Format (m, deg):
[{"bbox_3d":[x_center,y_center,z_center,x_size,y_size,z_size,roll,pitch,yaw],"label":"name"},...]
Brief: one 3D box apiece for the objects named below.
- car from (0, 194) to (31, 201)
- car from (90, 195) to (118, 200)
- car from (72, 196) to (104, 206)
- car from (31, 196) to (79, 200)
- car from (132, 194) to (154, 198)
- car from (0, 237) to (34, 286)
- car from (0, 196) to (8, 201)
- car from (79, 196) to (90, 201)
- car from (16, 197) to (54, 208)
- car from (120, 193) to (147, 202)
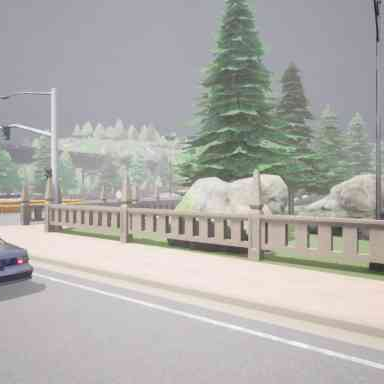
[{"bbox_3d":[-24.176,1.221,42.748,2.150,2.045,5.566,0,0,36],"label":"car"},{"bbox_3d":[-13.022,1.334,52.270,2.097,1.767,4.553,0,1,36],"label":"car"},{"bbox_3d":[-17.913,1.456,57.463,2.128,1.511,4.902,0,1,36],"label":"car"},{"bbox_3d":[-18.370,1.478,44.823,1.882,1.535,5.008,0,0,36],"label":"car"},{"bbox_3d":[-8.645,1.290,58.370,2.128,1.511,4.902,0,2,36],"label":"car"},{"bbox_3d":[-6.105,1.547,8.317,5.357,1.411,2.033,0,0,36],"label":"car"},{"bbox_3d":[-23.925,1.491,37.113,2.128,1.511,4.902,0,0,36],"label":"car"},{"bbox_3d":[-18.508,1.352,50.624,2.097,1.767,4.553,0,0,35],"label":"car"},{"bbox_3d":[-23.398,1.505,49.816,1.837,1.490,4.892,0,0,36],"label":"car"},{"bbox_3d":[-11.640,1.126,66.160,2.033,1.411,5.357,0,3,36],"label":"car"}]
